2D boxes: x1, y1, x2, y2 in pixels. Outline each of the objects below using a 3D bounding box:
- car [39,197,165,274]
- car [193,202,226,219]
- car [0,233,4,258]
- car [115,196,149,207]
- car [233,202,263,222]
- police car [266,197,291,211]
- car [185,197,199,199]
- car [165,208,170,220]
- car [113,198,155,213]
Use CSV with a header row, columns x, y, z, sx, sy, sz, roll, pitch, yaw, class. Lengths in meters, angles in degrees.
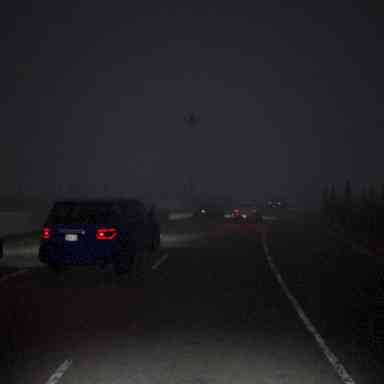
x,y,z,sx,sy,sz,roll,pitch,yaw,class
-2.580,1.185,10.679,2.150,2.045,5.566,0,0,7,car
1.517,1.496,28.054,1.994,1.385,4.181,0,0,18,car
-6.486,1.182,6.959,2.150,2.045,5.566,0,0,5,car
-8.707,1.392,49.060,2.033,1.411,5.357,0,0,28,car
4.375,1.474,25.592,1.812,1.442,4.674,0,0,17,car
10.439,1.435,39.848,2.038,1.542,4.974,0,0,28,police car
-0.123,1.463,56.755,1.994,1.385,4.181,0,0,34,car
-3.176,1.526,24.924,1.895,1.301,4.718,0,0,16,car
-6.399,1.430,37.388,2.033,1.411,5.357,0,0,22,car
